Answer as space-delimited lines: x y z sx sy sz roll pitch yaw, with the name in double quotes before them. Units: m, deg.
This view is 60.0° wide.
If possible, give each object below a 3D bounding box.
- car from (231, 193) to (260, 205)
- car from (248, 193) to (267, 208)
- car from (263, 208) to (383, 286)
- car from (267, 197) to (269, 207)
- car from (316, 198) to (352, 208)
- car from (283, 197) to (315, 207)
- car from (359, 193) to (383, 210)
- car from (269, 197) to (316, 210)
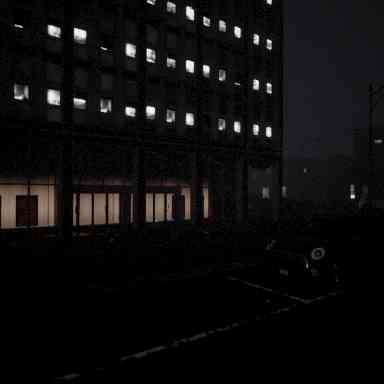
"car" 9.210 1.168 57.629 2.192 1.841 5.009 1 0 -35
"car" 8.613 1.168 43.756 2.192 1.841 5.009 1 0 -35
"car" 3.879 1.441 9.328 4.097 1.590 1.967 0 0 -36
"car" 12.540 1.358 42.624 1.882 1.535 5.008 0 0 -35
"car" 18.557 1.447 44.105 1.752 1.417 4.829 1 0 -35
"car" 15.505 1.481 48.520 1.802 1.307 4.206 1 0 -35
"car" 19.372 1.152 32.673 2.150 2.045 5.566 0 0 -34
"car" 11.760 1.427 39.201 2.008 1.369 4.403 1 0 -35
